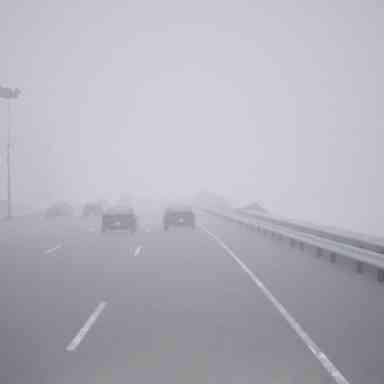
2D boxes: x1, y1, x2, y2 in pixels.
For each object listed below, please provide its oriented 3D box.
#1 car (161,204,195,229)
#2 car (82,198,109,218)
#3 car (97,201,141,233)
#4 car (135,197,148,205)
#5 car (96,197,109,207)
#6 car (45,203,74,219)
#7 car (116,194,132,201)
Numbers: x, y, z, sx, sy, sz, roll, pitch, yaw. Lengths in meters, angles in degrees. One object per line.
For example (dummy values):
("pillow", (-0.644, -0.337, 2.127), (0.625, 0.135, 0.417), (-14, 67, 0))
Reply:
("car", (-0.965, 1.513, 21.890), (1.882, 1.535, 5.008), (0, 0, -7))
("car", (-9.487, 1.656, 32.407), (1.837, 1.490, 4.892), (0, 0, -10))
("car", (-4.308, 1.552, 20.350), (1.882, 1.535, 5.008), (0, 0, -7))
("car", (-9.362, 1.672, 61.070), (2.128, 1.511, 4.902), (0, 0, -19))
("car", (-15.284, 1.726, 56.718), (1.882, 1.535, 5.008), (0, 0, -18))
("car", (-12.652, 1.737, 31.934), (2.033, 1.411, 5.357), (-1, 0, -12))
("car", (-11.842, 1.429, 57.918), (2.150, 2.045, 5.566), (0, 0, -19))
